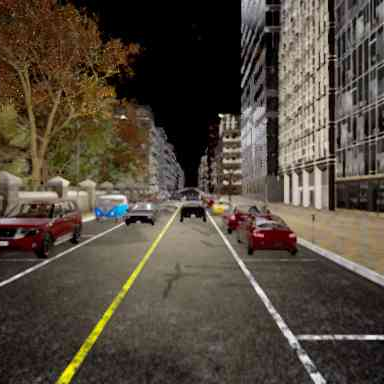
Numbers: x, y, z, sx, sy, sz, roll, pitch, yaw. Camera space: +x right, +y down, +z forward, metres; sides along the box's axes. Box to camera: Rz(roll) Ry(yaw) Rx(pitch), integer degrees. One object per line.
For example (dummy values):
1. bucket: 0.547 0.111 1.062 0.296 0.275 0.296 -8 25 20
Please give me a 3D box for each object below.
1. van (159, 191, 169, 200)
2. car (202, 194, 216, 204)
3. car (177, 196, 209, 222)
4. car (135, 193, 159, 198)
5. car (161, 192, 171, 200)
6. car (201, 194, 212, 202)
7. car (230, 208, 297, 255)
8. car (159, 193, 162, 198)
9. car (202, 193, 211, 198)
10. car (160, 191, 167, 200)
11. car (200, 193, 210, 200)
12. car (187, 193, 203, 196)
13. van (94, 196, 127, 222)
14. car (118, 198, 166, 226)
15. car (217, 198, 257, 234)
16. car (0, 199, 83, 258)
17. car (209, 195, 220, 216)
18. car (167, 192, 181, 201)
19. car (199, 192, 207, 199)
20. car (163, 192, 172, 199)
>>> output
1. van: -5.747 0.767 68.692 1.690 1.788 3.998 1 1 0
2. car: 2.647 1.125 51.828 1.887 1.381 4.507 1 1 0
3. car: 0.074 1.315 24.642 1.837 1.490 4.892 0 1 0
4. car: -5.719 0.993 40.624 2.192 1.841 5.009 1 0 0
5. car: -5.753 0.814 74.306 1.967 1.590 4.097 1 1 0
6. car: 2.637 1.023 63.063 1.887 1.381 4.507 1 1 0
7. car: 2.685 1.487 12.507 1.802 1.307 4.206 1 0 0
8. car: -5.728 1.174 46.240 1.887 1.381 4.507 1 0 0
9. car: 2.659 1.119 40.592 1.967 1.590 4.097 1 0 0
10. car: -5.743 1.004 62.911 1.752 1.417 4.829 1 1 0
11. car: 2.631 0.971 68.679 1.887 1.381 4.507 1 1 0
12. car: 0.059 1.022 41.531 2.097 1.767 4.553 0 0 0
13. van: -5.703 1.156 23.783 1.690 1.788 3.998 1 0 0
14. car: -3.123 1.376 22.042 2.033 1.411 5.357 0 0 0
15. car: 2.681 1.300 18.122 1.967 1.590 4.097 1 0 0
16. car: -5.692 1.219 12.555 2.192 1.841 5.009 1 0 0
17. car: 2.669 1.295 29.528 1.752 1.417 4.829 1 0 0
18. car: -3.093 0.832 62.777 2.097 1.767 4.553 0 1 1
19. car: 2.620 0.845 80.082 1.752 1.417 4.829 1 1 0
20. car: -5.760 0.847 79.751 1.752 1.417 4.829 1 1 0
